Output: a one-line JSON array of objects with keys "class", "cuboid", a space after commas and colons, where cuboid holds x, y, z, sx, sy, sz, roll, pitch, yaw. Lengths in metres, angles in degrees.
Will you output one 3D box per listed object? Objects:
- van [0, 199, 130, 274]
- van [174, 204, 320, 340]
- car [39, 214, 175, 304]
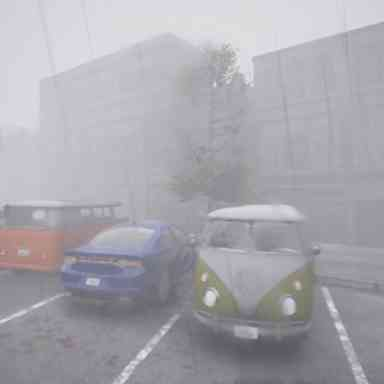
[{"class": "van", "cuboid": [-3.431, 1.212, 10.036, 1.878, 1.987, 4.442, 0, -1, 16]}, {"class": "van", "cuboid": [1.292, 1.242, 6.402, 1.878, 1.987, 4.442, 1, 0, 16]}, {"class": "car", "cuboid": [-1.076, 1.452, 8.212, 2.097, 1.535, 5.008, 0, -1, 16]}]
